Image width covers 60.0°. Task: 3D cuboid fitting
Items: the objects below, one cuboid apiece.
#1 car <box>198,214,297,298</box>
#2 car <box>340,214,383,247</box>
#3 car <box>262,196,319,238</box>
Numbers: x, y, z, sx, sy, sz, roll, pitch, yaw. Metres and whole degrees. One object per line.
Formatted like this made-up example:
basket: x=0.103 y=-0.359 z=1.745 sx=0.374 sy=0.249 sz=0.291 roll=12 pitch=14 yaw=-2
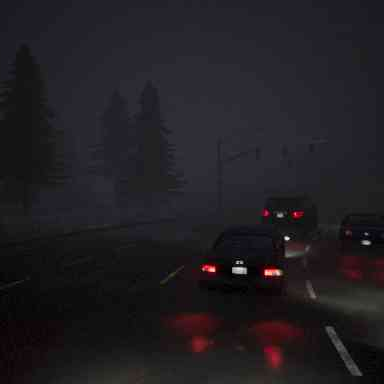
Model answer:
car: x=1.545 y=1.546 z=8.773 sx=2.033 sy=1.411 sz=5.357 roll=0 pitch=0 yaw=15
car: x=7.497 y=1.600 z=14.454 sx=1.895 sy=1.301 sz=4.718 roll=0 pitch=0 yaw=25
car: x=5.482 y=1.219 z=18.222 sx=2.150 sy=2.045 sz=5.566 roll=0 pitch=0 yaw=28
